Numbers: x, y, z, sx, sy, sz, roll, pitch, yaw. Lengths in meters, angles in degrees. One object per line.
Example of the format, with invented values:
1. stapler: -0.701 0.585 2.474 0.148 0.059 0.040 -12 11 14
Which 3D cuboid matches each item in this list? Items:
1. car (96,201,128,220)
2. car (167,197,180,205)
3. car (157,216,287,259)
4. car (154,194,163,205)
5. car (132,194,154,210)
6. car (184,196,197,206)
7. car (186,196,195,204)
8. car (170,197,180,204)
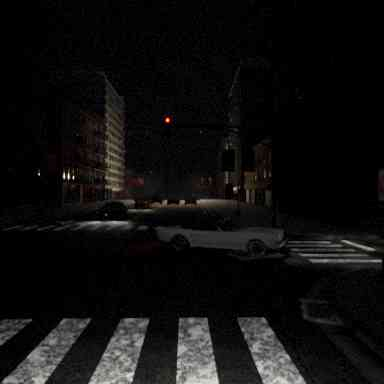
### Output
1. car: -6.720 1.549 28.341 1.837 1.490 4.892 0 0 0
2. car: -3.400 1.565 59.671 1.882 1.535 5.008 0 0 0
3. car: 1.135 1.622 12.718 4.718 1.301 1.895 0 0 24
4. car: -6.764 1.409 63.216 2.150 2.045 5.566 0 0 0
5. car: -6.788 1.419 45.020 2.097 1.767 4.553 0 0 0
6. car: -0.243 1.437 58.242 2.097 1.767 4.553 0 0 0
7. car: -0.285 1.576 68.274 1.882 1.535 5.008 0 0 0
8. car: -3.457 1.701 69.825 1.895 1.301 4.718 0 0 0
